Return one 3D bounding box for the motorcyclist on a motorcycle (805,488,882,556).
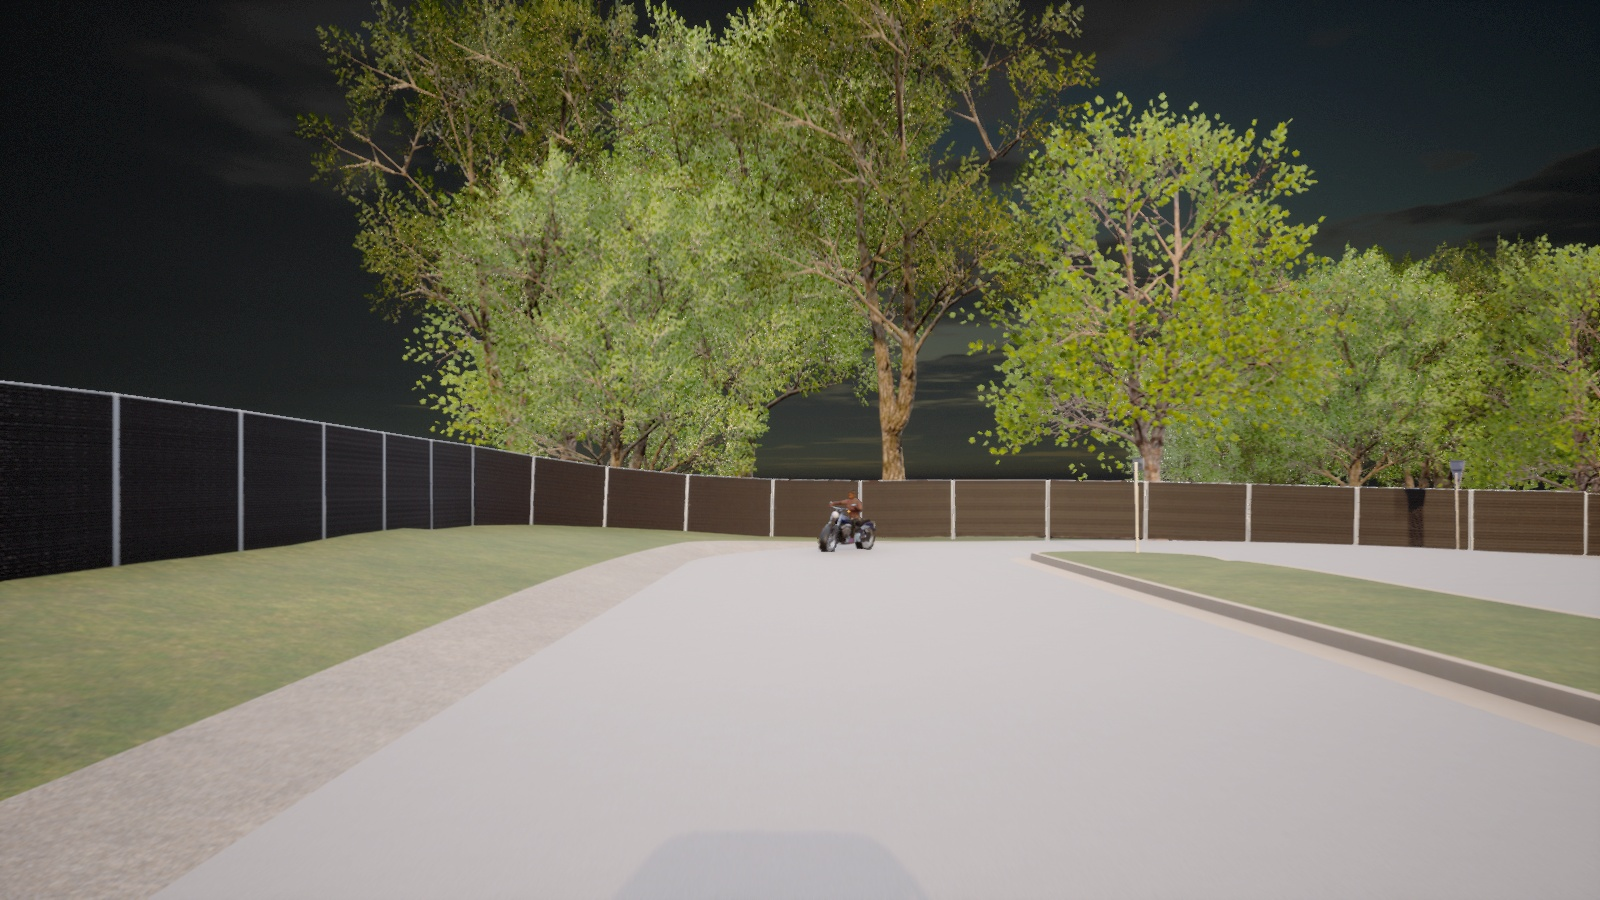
[{"bbox_3d":[1.149,1.826,32.485,0.766,1.649,2.350,0,-1,38],"label":"motorcyclist on a motorcycle"}]
